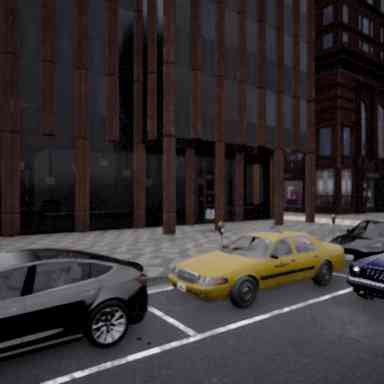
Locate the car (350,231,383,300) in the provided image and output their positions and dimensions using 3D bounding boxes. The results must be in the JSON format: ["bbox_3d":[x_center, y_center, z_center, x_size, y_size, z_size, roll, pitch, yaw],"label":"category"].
[{"bbox_3d":[5.415,1.618,7.240,4.718,1.301,1.895,0,0,-36],"label":"car"}]

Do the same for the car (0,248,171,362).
[{"bbox_3d":[-2.692,1.566,4.726,4.313,1.339,1.947,0,0,-36],"label":"car"}]

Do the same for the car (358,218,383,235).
[{"bbox_3d":[6.484,1.590,11.275,4.313,1.339,1.947,0,0,-36],"label":"car"}]

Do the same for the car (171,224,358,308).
[{"bbox_3d":[1.758,1.537,7.902,4.829,1.417,1.752,0,0,-36],"label":"car"}]
